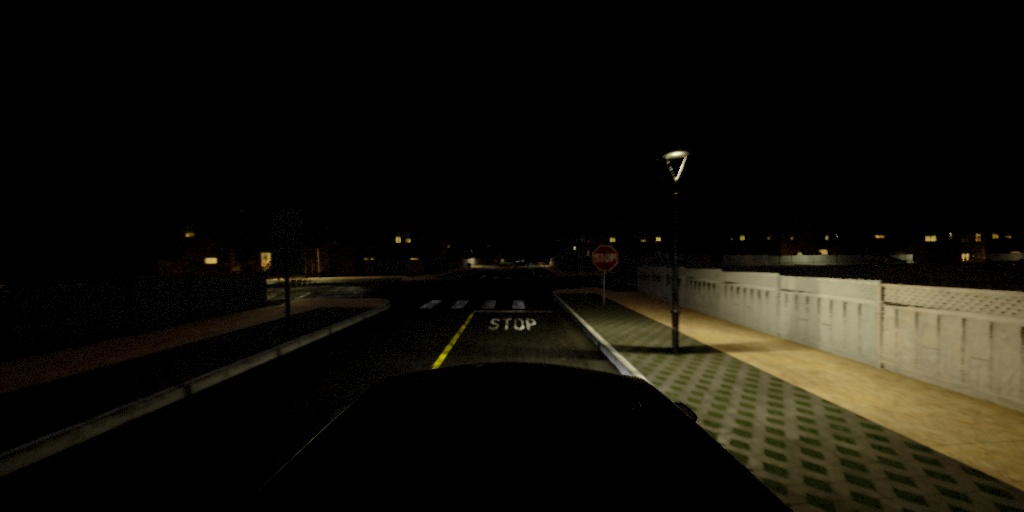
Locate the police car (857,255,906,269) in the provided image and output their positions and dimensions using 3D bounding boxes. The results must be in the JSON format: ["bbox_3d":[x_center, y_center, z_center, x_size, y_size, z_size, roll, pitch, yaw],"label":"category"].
[{"bbox_3d":[37.376,0.762,36.362,5.238,1.638,1.930,0,2,-17],"label":"police car"}]
